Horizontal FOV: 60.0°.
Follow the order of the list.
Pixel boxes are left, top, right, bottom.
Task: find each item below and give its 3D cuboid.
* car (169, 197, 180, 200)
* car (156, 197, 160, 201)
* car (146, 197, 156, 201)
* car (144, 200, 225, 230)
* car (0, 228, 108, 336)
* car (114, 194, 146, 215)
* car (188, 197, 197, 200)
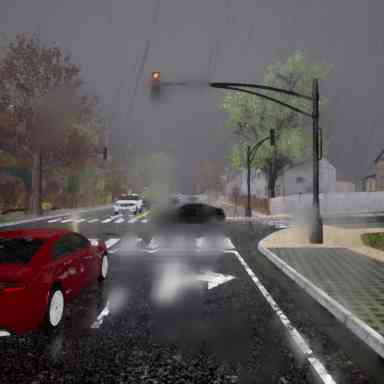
[{"bbox_3d":[-3.108,1.598,58.271,2.033,1.411,5.357,0,0,0],"label":"car"},{"bbox_3d":[-6.540,1.612,56.488,1.994,1.385,4.181,0,0,0],"label":"car"},{"bbox_3d":[-6.564,1.524,45.212,2.128,1.511,4.902,0,0,0],"label":"car"},{"bbox_3d":[-0.271,1.396,20.215,4.674,1.442,1.812,-2,-1,-17],"label":"car"},{"bbox_3d":[-3.145,1.480,6.878,1.882,1.535,5.008,0,0,0],"label":"car"},{"bbox_3d":[-6.574,1.243,34.869,2.150,2.045,5.566,0,0,0],"label":"car"},{"bbox_3d":[0.141,1.598,57.776,2.033,1.411,5.357,0,0,0],"label":"car"}]
